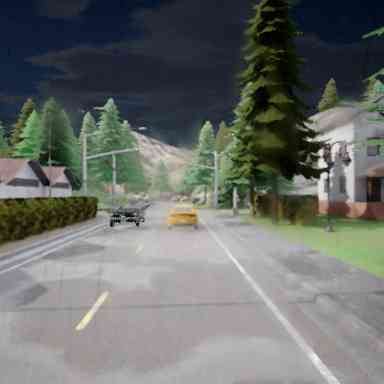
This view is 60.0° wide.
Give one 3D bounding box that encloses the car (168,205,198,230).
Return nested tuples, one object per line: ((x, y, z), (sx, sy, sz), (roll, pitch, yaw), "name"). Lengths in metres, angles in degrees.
((-0.610, 1.615, 22.316), (1.882, 1.535, 5.008), (0, 0, -2), "car")

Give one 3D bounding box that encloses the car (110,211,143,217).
((-4.210, 1.480, 22.197), (1.895, 1.301, 4.718), (0, 0, -2), "car")
